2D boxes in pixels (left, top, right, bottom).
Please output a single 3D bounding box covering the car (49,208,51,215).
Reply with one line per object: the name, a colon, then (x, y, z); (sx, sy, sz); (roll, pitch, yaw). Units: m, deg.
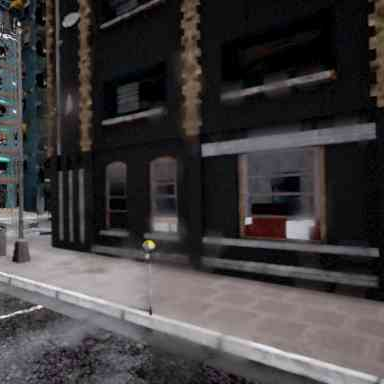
car: (-11.221, 1.563, 31.484); (1.887, 1.381, 4.507); (-1, 0, 36)
